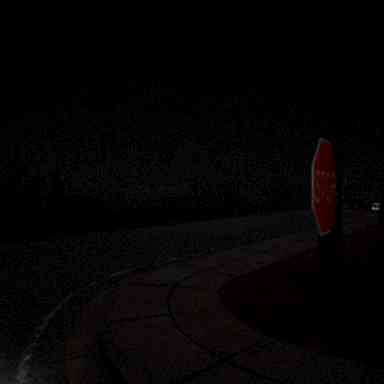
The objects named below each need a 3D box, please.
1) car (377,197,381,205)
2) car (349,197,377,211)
[{"bbox_3d":[28.050,1.469,49.845,1.837,1.490,4.892,0,0,39],"label":"car"},{"bbox_3d":[20.471,1.456,40.253,2.128,1.511,4.902,0,0,38],"label":"car"}]
